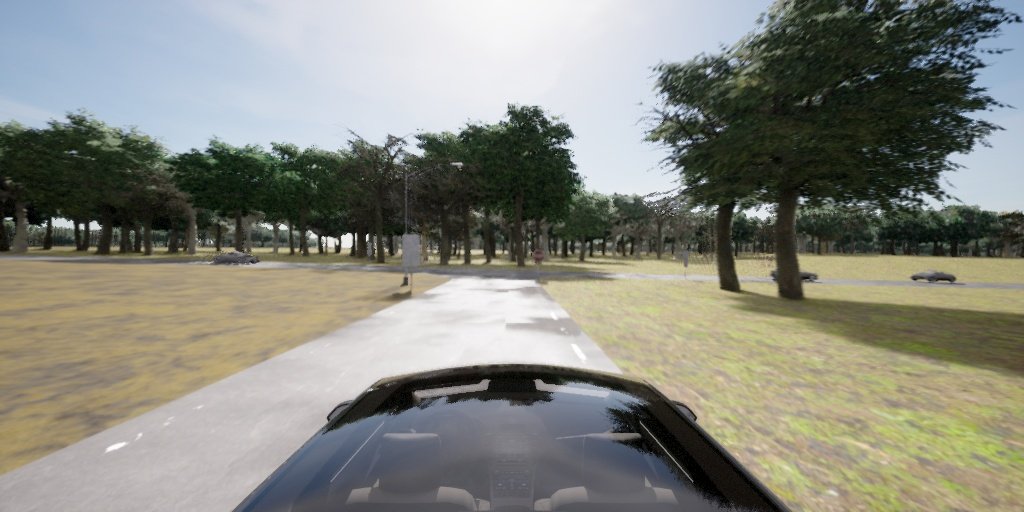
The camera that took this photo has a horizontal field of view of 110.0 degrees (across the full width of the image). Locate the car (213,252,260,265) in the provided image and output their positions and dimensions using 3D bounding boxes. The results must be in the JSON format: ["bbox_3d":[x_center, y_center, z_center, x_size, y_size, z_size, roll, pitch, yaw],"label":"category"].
[{"bbox_3d":[-30.604,0.263,39.933,4.181,1.385,1.994,2,1,-1],"label":"car"}]

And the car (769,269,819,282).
[{"bbox_3d":[31.857,2.089,40.548,4.902,1.511,2.128,2,1,-1],"label":"car"}]
